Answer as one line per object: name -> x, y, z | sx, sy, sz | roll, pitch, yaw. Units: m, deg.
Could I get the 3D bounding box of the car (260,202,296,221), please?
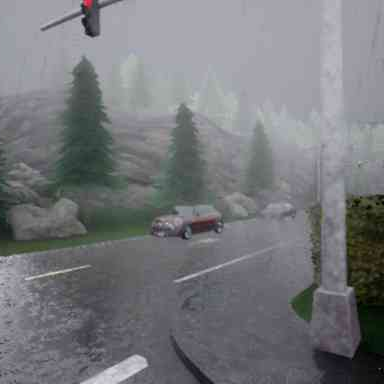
car -> 7.445, 1.622, 28.477 | 1.812, 1.442, 4.674 | -1, 0, 36

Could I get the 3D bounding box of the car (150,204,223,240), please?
car -> -0.205, 1.466, 17.999 | 2.097, 1.767, 4.553 | -1, -1, 36
